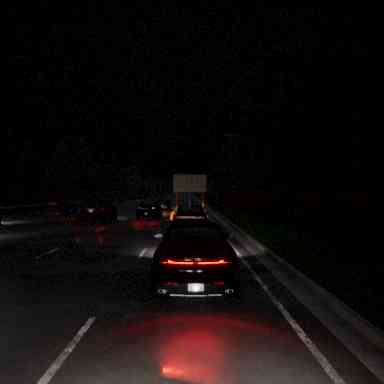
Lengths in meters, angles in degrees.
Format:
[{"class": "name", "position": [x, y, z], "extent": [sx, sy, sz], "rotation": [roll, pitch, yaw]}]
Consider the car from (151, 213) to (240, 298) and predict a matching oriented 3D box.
[{"class": "car", "position": [0.055, 1.508, 8.534], "extent": [1.837, 1.490, 4.892], "rotation": [0, 0, 0]}]

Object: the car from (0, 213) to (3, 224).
[{"class": "car", "position": [-14.037, 1.534, 21.208], "extent": [1.812, 1.442, 4.674], "rotation": [0, 0, 0]}]

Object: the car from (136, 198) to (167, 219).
[{"class": "car", "position": [-3.601, 1.503, 28.668], "extent": [2.128, 1.511, 4.902], "rotation": [0, 0, 0]}]

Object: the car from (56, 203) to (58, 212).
[{"class": "car", "position": [-14.176, 1.493, 38.807], "extent": [1.882, 1.535, 5.008], "rotation": [0, 0, 0]}]

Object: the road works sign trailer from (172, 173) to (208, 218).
[{"class": "road works sign trailer", "position": [-0.165, 0.473, 22.791], "extent": [2.380, 3.560, 2.880], "rotation": [0, 0, -3]}]

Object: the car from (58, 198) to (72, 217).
[{"class": "car", "position": [-10.618, 1.490, 31.623], "extent": [1.882, 1.535, 5.008], "rotation": [0, 0, 0]}]

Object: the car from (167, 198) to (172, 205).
[{"class": "car", "position": [-3.711, 1.522, 43.233], "extent": [1.837, 1.490, 4.892], "rotation": [0, 0, 0]}]

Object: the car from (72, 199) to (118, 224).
[{"class": "car", "position": [-7.070, 1.362, 25.297], "extent": [2.097, 1.767, 4.553], "rotation": [0, 0, 0]}]

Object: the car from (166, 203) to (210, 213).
[{"class": "car", "position": [-0.042, 1.496, 18.921], "extent": [2.128, 1.511, 4.902], "rotation": [0, 0, 1]}]
